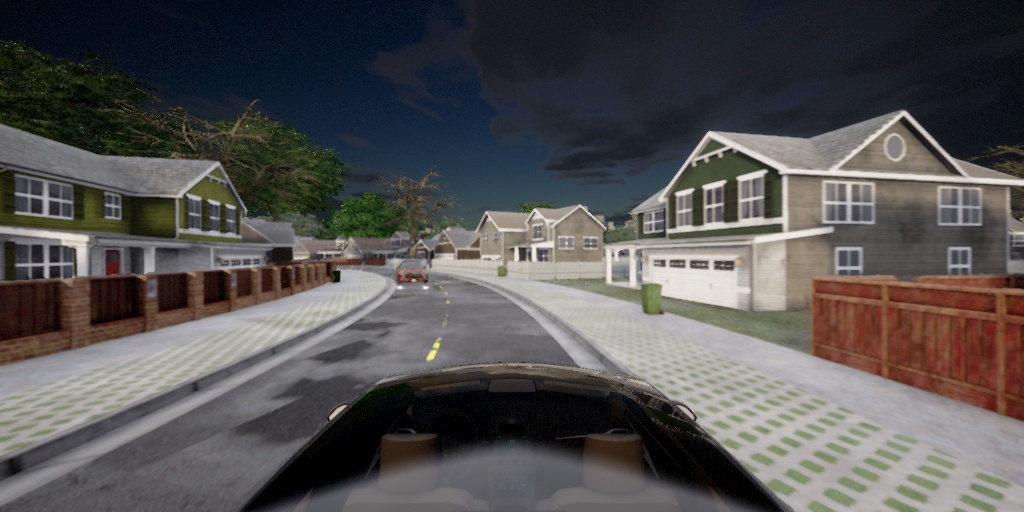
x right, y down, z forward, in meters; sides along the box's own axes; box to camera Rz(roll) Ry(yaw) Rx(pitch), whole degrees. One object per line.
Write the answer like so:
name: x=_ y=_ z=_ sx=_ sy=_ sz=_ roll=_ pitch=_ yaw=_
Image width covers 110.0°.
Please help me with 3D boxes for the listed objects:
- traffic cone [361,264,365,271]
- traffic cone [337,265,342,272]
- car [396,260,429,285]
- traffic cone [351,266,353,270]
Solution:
traffic cone: x=-20.302 y=1.741 z=48.568 sx=0.340 sy=0.580 sz=0.340 roll=0 pitch=0 yaw=-38
traffic cone: x=-26.714 y=1.756 z=55.831 sx=0.340 sy=0.580 sz=0.340 roll=0 pitch=0 yaw=-45
car: x=-7.469 y=1.111 z=26.681 sx=2.097 sy=1.767 sz=4.553 roll=0 pitch=0 yaw=-20
traffic cone: x=-23.396 y=1.748 z=52.299 sx=0.340 sy=0.580 sz=0.340 roll=0 pitch=0 yaw=-41
